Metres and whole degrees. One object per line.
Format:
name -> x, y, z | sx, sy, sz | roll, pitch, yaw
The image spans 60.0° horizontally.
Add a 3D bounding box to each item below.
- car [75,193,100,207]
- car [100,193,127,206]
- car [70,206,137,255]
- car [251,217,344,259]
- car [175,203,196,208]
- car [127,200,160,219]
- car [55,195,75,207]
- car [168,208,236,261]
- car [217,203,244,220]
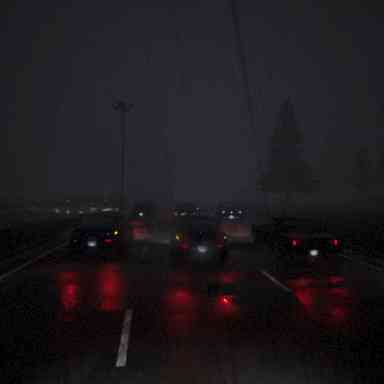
car -> -14.497, 1.167, 48.678 | 2.150, 2.045, 5.566 | 0, 0, 4
car -> -11.009, 1.168, 48.431 | 2.150, 2.045, 5.566 | 0, 0, 4
car -> -3.432, 1.510, 13.176 | 1.812, 1.442, 4.674 | 0, 0, -4
car -> 3.621, 1.586, 12.502 | 1.895, 1.301, 4.718 | 0, 0, -4
car -> -0.499, 1.519, 24.890 | 2.033, 1.411, 5.357 | 0, 0, 0
car -> -3.936, 1.473, 28.555 | 1.837, 1.490, 4.892 | 0, 1, 2
car -> -18.015, 1.295, 48.465 | 2.097, 1.767, 4.553 | 0, 0, 4
car -> 0.147, 1.512, 12.072 | 1.812, 1.442, 4.674 | 0, 0, -4
car -> 3.008, 1.569, 27.313 | 1.895, 1.301, 4.718 | 0, 0, 1
